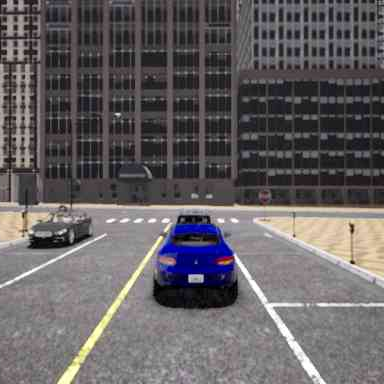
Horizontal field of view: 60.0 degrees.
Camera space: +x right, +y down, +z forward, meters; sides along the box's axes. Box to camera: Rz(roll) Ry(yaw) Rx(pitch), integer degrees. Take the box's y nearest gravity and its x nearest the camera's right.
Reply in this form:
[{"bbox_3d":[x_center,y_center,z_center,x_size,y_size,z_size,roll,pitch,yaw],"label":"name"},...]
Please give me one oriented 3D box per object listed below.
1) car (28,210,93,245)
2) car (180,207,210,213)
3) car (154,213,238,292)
[{"bbox_3d":[-5.828,1.529,15.211,2.008,1.369,4.403,1,0,0],"label":"car"},{"bbox_3d":[0.192,1.572,20.585,1.895,1.301,4.718,0,0,2],"label":"car"},{"bbox_3d":[0.089,1.513,8.784,1.812,1.442,4.674,0,0,0],"label":"car"}]
